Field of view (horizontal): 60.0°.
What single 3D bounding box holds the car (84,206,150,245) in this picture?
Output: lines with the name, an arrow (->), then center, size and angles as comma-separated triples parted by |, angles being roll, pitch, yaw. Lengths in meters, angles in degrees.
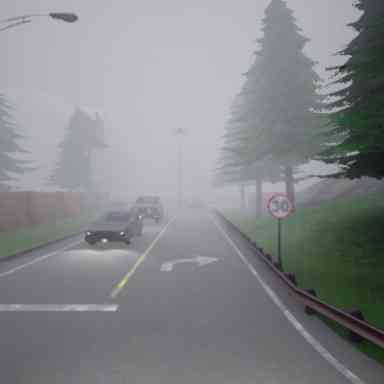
car -> -3.546, 1.609, 16.195 | 2.033, 1.411, 5.357 | 0, 0, 0

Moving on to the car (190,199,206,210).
car -> 0.849, 1.665, 46.495 | 2.128, 1.511, 4.902 | 0, 0, 8

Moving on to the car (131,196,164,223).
car -> -3.512, 1.318, 26.610 | 2.150, 2.045, 5.566 | 0, 0, 1
